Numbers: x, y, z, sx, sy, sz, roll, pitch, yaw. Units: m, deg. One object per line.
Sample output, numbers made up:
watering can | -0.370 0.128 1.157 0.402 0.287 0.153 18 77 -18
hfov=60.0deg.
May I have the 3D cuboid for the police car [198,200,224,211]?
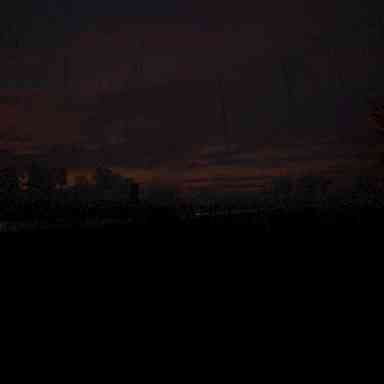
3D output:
police car | 2.794 2.003 49.186 1.930 1.638 5.238 -1 -1 36
